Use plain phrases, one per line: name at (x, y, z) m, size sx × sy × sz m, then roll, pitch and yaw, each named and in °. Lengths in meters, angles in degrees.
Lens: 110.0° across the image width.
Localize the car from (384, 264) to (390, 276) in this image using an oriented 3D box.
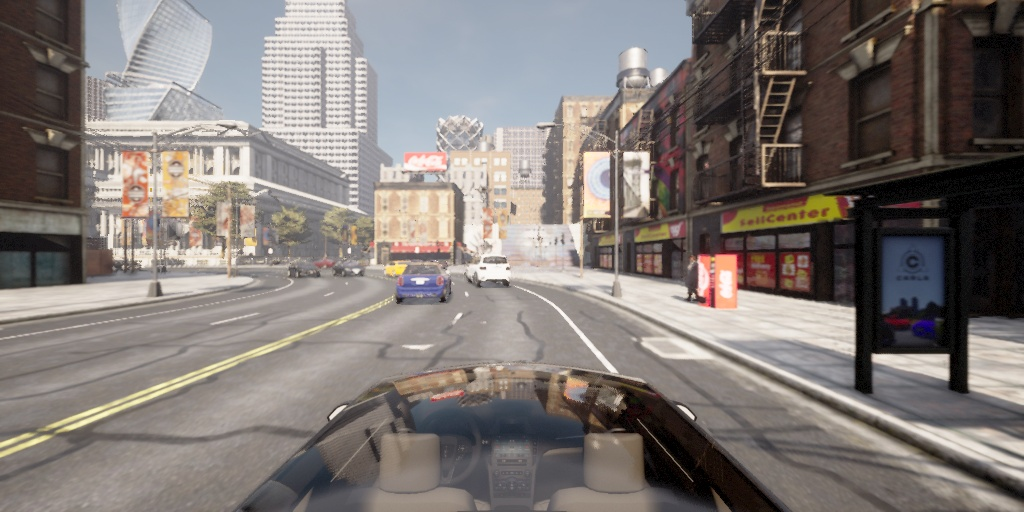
car at (-10.471, 1.190, 33.446) m, size 1.882 × 1.535 × 5.008 m, roll 0°, pitch 0°, yaw -34°

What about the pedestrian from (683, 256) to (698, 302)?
pedestrian at (7.210, 0.877, 14.305) m, size 0.375 × 1.860 × 0.375 m, roll 0°, pitch 0°, yaw -3°

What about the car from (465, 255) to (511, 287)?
car at (-1.743, 0.931, 24.614) m, size 2.150 × 2.045 × 5.566 m, roll 1°, pitch 0°, yaw -17°

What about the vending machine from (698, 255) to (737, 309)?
vending machine at (7.371, 0.933, 12.905) m, size 1.100 × 2.100 × 0.880 m, roll 0°, pitch 0°, yaw -1°

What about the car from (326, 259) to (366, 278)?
car at (-15.582, 1.206, 34.082) m, size 2.128 × 1.511 × 4.902 m, roll 0°, pitch 0°, yaw -41°

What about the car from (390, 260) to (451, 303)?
car at (-3.999, 1.084, 16.729) m, size 2.097 × 1.767 × 4.553 m, roll 0°, pitch 0°, yaw -7°

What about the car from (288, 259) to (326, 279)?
car at (-18.981, 1.221, 32.716) m, size 1.837 × 1.490 × 4.892 m, roll 1°, pitch -1°, yaw -44°
